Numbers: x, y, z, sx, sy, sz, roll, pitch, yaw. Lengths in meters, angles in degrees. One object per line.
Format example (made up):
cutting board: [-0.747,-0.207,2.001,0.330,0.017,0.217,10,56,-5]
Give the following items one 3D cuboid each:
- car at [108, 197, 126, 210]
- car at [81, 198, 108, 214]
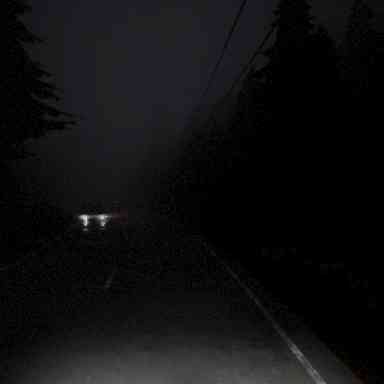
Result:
car: [-9.245,1.286,39.411,2.128,1.511,4.902,0,0,-27]
car: [-9.835,1.312,32.780,1.882,1.535,5.008,0,0,-23]
